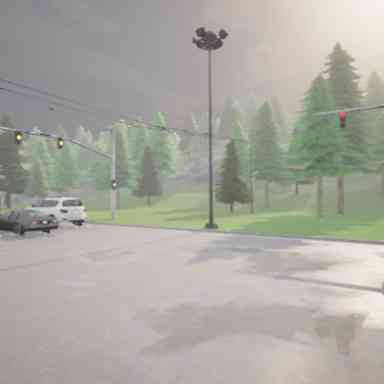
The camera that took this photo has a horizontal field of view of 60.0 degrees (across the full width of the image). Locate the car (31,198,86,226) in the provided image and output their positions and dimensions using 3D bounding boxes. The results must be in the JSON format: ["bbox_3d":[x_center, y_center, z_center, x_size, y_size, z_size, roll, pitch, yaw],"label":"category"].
[{"bbox_3d":[-9.984,1.453,23.983,5.566,2.045,2.150,-1,0,35],"label":"car"}]

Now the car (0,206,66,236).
[{"bbox_3d":[-10.158,1.754,19.810,5.357,1.411,2.033,-1,0,35],"label":"car"}]
